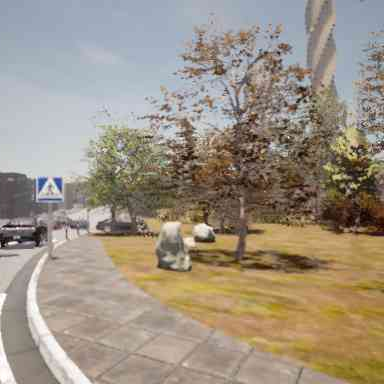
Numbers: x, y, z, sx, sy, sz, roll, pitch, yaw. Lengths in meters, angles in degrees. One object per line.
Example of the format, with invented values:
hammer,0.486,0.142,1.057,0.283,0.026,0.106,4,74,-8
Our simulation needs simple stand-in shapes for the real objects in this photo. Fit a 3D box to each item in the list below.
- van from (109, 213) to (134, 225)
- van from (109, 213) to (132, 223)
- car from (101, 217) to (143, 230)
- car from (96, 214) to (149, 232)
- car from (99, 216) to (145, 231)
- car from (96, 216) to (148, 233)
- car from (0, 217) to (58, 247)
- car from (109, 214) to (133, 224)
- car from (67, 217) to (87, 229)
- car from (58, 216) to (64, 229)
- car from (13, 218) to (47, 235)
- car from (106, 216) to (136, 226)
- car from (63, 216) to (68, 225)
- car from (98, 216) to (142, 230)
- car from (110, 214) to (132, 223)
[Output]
van,-12.863,4.943,61.121,4.442,1.987,1.878,0,-4,-12
van,-14.840,5.432,69.140,4.442,1.987,1.878,0,-3,-12
car,-8.287,3.731,39.593,4.792,1.488,2.163,0,-4,-12
car,-6.577,3.096,31.537,4.892,1.521,2.231,0,-4,-12
car,-7.728,3.501,36.909,4.892,1.521,2.231,0,-4,-12
car,-7.158,3.299,34.223,5.008,1.535,2.097,0,-4,-12
car,-9.138,2.185,18.598,2.128,1.511,4.902,0,-4,-14
car,-13.617,5.219,63.898,4.553,1.767,2.185,0,-3,-12
car,-15.044,4.214,44.554,1.994,1.385,4.181,0,-4,-12
car,-17.812,4.066,41.911,1.994,1.385,4.181,0,-4,-12
car,-15.598,3.290,32.243,1.837,1.490,4.892,0,-5,-12
car,-11.840,4.853,55.705,4.792,1.488,2.163,0,-4,-12
car,-19.938,4.533,51.721,2.097,1.767,4.553,0,-4,-12
car,-9.080,3.893,42.240,5.366,1.575,1.946,0,-4,-12
car,-15.278,5.684,71.851,4.553,1.767,2.185,0,-3,-12
